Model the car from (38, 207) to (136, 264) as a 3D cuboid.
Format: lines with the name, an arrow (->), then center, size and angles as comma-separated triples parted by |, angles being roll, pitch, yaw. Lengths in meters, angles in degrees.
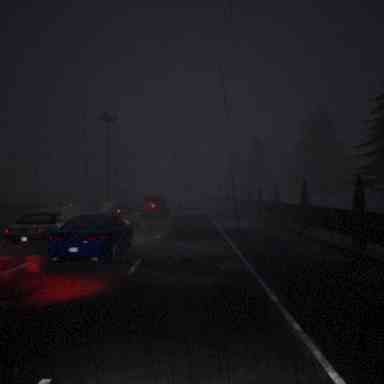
car -> -3.396, 1.511, 12.000 | 1.882, 1.535, 5.008 | 0, 0, 0

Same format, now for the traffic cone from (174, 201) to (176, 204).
traffic cone -> -3.302, 2.134, 66.224 | 0.340, 0.580, 0.340 | 0, 0, -10

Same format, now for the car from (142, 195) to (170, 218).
car -> -3.390, 1.307, 31.729 | 2.150, 2.045, 5.566 | 0, 0, 0

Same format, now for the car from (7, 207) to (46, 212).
car -> -14.084, 1.604, 28.368 | 1.812, 1.442, 4.674 | 0, 0, 0

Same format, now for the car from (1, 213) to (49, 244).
car -> -6.895, 1.645, 15.901 | 1.895, 1.301, 4.718 | 0, 0, 0

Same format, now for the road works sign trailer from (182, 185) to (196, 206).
road works sign trailer -> -0.675, 0.625, 59.572 | 2.380, 3.560, 2.880 | 0, 0, -10

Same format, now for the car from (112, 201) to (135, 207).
car -> -6.902, 1.617, 33.659 | 1.812, 1.442, 4.674 | 0, 0, 0
